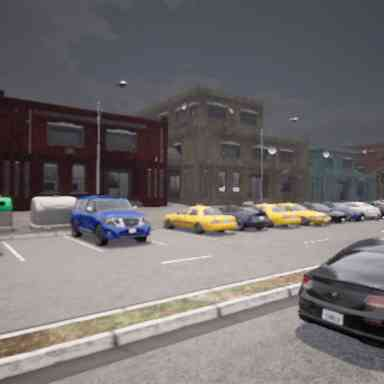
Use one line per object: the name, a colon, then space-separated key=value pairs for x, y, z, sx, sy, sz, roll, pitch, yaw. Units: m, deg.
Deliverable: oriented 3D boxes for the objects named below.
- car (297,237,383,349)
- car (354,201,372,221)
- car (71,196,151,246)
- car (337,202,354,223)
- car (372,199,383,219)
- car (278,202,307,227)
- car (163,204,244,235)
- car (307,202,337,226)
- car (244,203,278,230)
car: x=3.776 y=1.535 z=5.867 sx=4.674 sy=1.442 sz=1.812 roll=0 pitch=0 yaw=-36
car: x=11.563 y=1.568 z=27.192 sx=2.163 sy=1.488 sz=4.792 roll=0 pitch=0 yaw=-36
car: x=-4.054 y=1.238 z=15.847 sx=2.435 sy=2.045 sz=5.566 roll=0 pitch=0 yaw=-36
car: x=9.332 y=1.558 z=25.575 sx=2.163 sy=1.488 sz=4.792 roll=0 pitch=0 yaw=-36
car: x=13.751 y=1.591 z=28.811 sx=2.002 sy=1.452 sz=4.674 roll=0 pitch=0 yaw=-36
car: x=4.736 y=1.507 z=22.509 sx=1.946 sy=1.575 sz=5.366 roll=0 pitch=0 yaw=-36
car: x=0.277 y=1.494 z=19.264 sx=1.946 sy=1.575 sz=5.366 roll=0 pitch=0 yaw=-36
car: x=7.191 y=1.516 z=23.830 sx=1.946 sy=1.575 sz=5.366 roll=0 pitch=0 yaw=-36
car: x=2.600 y=1.533 z=20.760 sx=2.163 sy=1.488 sz=4.792 roll=0 pitch=0 yaw=-36
